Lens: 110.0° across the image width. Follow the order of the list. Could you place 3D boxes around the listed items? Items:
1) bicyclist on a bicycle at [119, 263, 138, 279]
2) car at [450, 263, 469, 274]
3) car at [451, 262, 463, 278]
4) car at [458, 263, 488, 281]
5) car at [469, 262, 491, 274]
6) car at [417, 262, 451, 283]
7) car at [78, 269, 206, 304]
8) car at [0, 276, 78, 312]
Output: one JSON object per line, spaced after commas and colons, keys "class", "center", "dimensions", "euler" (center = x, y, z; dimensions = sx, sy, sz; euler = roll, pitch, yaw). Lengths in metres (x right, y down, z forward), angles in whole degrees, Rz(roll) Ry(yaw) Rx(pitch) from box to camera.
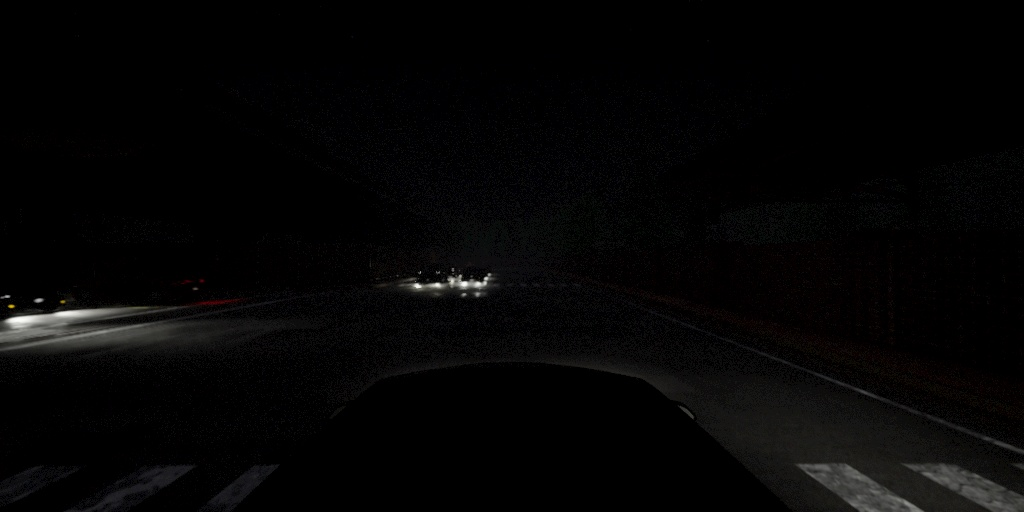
{"class": "bicyclist on a bicycle", "center": [-25.522, 1.286, 23.970], "dimensions": [0.582, 1.620, 1.656], "euler": [0, 0, -1]}
{"class": "car", "center": [-7.453, 1.779, 51.308], "dimensions": [2.128, 1.511, 4.902], "euler": [0, -1, -1]}
{"class": "car", "center": [-7.282, 1.529, 41.099], "dimensions": [2.097, 1.767, 4.553], "euler": [0, -1, -1]}
{"class": "car", "center": [-3.643, 1.666, 34.123], "dimensions": [1.994, 1.385, 4.181], "euler": [0, -1, -1]}
{"class": "car", "center": [-3.808, 1.720, 42.656], "dimensions": [1.812, 1.442, 4.674], "euler": [0, -1, -1]}
{"class": "car", "center": [-7.112, 1.434, 32.364], "dimensions": [2.097, 1.767, 4.553], "euler": [0, -1, -1]}
{"class": "car", "center": [-17.386, 1.388, 16.852], "dimensions": [5.008, 1.535, 1.882], "euler": [0, -1, -1]}
{"class": "car", "center": [-19.240, 1.433, 13.062], "dimensions": [4.181, 1.385, 1.994], "euler": [0, -1, -1]}
